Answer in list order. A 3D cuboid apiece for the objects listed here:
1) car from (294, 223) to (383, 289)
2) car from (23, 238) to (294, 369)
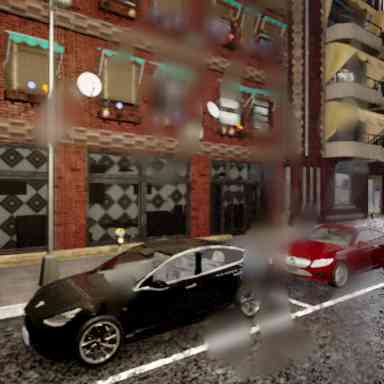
[{"bbox_3d":[4.044,1.516,8.976,4.206,1.307,1.802,-1,1,-36],"label":"car"},{"bbox_3d":[-0.472,1.544,5.753,4.313,1.339,1.947,-1,1,-36],"label":"car"}]
